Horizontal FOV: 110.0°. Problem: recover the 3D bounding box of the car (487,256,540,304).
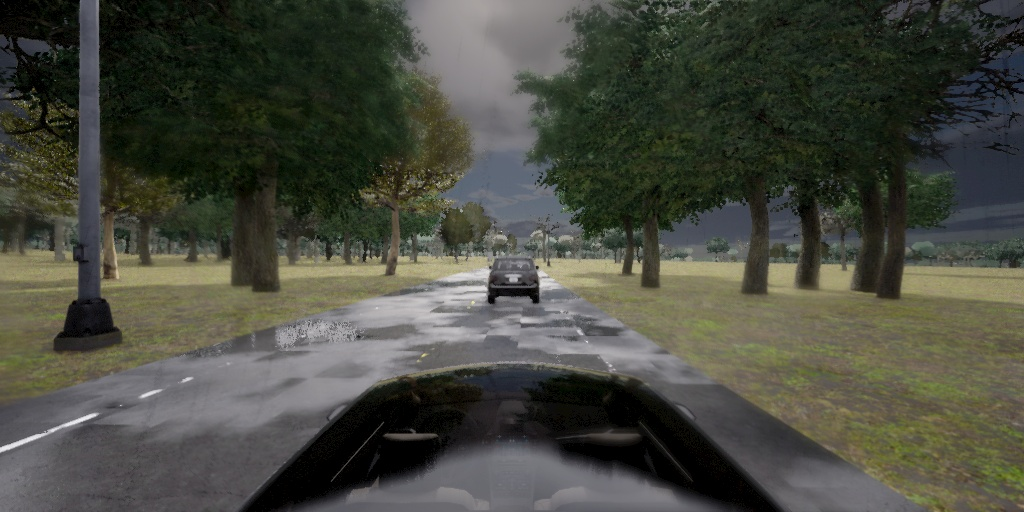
[{"bbox_3d":[0.090,1.015,16.502,2.150,2.045,5.566,0,0,1],"label":"car"}]
